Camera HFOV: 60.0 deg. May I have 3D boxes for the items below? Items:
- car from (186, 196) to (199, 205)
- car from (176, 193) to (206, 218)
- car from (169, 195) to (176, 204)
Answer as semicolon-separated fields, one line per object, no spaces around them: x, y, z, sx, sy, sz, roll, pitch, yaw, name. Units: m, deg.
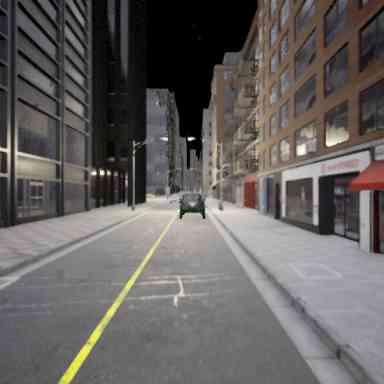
0.014;1.362;54.943;2.033;1.411;5.357;0;0;0;car
0.060;1.121;29.031;2.150;2.045;5.566;0;0;1;car
-3.027;1.321;60.088;1.812;1.442;4.674;0;0;1;car
